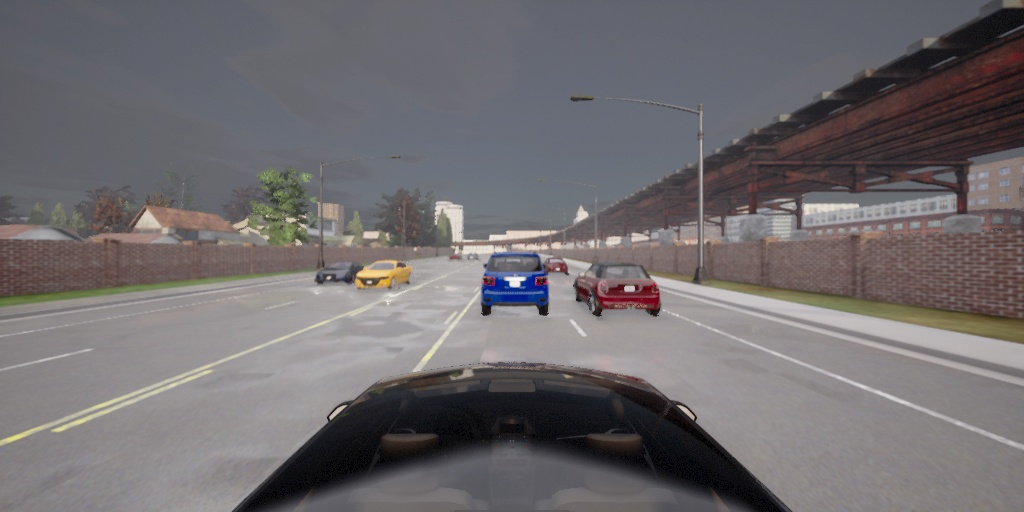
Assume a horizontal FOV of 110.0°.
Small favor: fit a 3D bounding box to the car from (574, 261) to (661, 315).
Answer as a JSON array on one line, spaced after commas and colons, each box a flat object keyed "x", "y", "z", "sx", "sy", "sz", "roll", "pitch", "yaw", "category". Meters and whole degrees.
[{"x": 3.590, "y": 0.987, "z": 13.049, "sx": 2.097, "sy": 1.767, "sz": 4.553, "roll": 0, "pitch": 1, "yaw": 0, "category": "car"}]

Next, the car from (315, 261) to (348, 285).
[{"x": -10.600, "y": 1.027, "z": 22.727, "sx": 1.994, "sy": 1.385, "sz": 4.181, "roll": 0, "pitch": 1, "yaw": 0, "category": "car"}]

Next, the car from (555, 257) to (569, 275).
[{"x": 3.596, "y": 0.826, "z": 30.376, "sx": 1.812, "sy": 1.442, "sz": 4.674, "roll": 0, "pitch": 1, "yaw": 0, "category": "car"}]

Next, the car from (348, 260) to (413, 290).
[{"x": -7.100, "y": 0.989, "z": 20.349, "sx": 1.882, "sy": 1.535, "sz": 5.008, "roll": 0, "pitch": 1, "yaw": 0, "category": "car"}]

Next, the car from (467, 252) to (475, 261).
[{"x": -7.023, "y": 0.064, "z": 64.729, "sx": 2.128, "sy": 1.511, "sz": 4.902, "roll": 0, "pitch": 1, "yaw": 1, "category": "car"}]

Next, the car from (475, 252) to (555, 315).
[{"x": 0.094, "y": 0.857, "z": 13.163, "sx": 2.150, "sy": 2.045, "sz": 5.566, "roll": 0, "pitch": 1, "yaw": 0, "category": "car"}]
